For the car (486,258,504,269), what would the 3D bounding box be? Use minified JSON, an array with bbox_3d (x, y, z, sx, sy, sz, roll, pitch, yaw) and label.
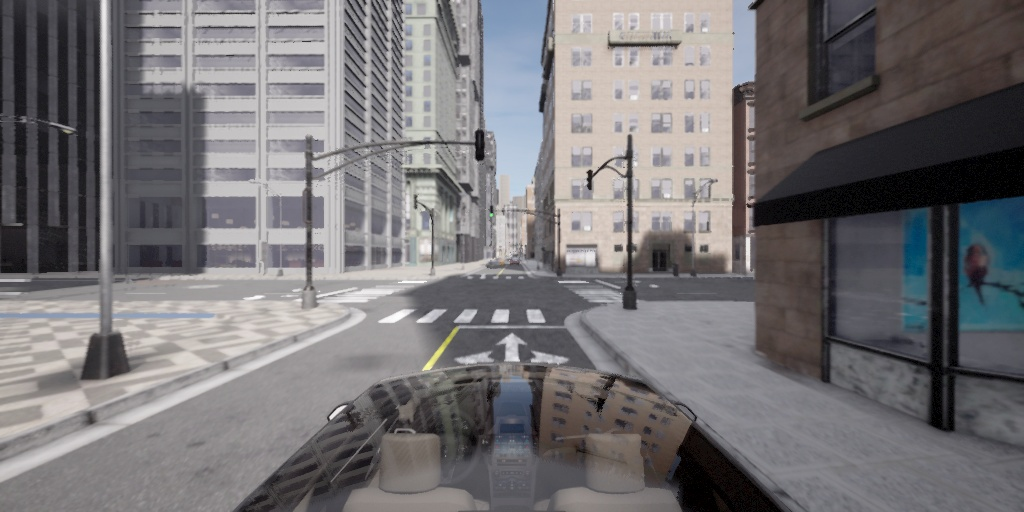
[{"bbox_3d":[-2.737,1.198,53.688,1.994,1.385,4.181,0,0,1],"label":"car"}]
